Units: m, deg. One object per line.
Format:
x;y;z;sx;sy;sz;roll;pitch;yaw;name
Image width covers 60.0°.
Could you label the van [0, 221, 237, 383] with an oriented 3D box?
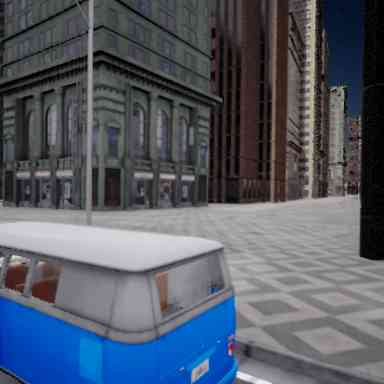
-1.434;1.326;4.015;3.998;1.788;1.690;0;1;35;van
